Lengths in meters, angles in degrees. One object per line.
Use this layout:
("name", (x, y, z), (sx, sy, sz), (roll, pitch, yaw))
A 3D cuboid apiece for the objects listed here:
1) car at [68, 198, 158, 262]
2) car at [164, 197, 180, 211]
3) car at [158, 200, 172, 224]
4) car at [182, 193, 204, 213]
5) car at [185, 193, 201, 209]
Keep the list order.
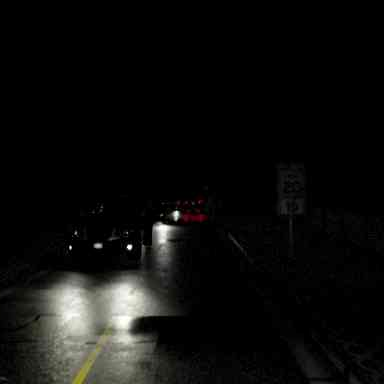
("car", (-2.816, 1.270, 12.771), (2.150, 2.045, 5.566), (0, 0, 0))
("car", (-2.638, 1.387, 40.587), (2.097, 1.767, 4.553), (0, 0, 1))
("car", (-2.764, 1.580, 25.110), (1.812, 1.442, 4.674), (0, 0, 0))
("car", (0.118, 1.250, 37.704), (2.150, 2.045, 5.566), (0, 0, 0))
("car", (0.154, 1.223, 48.211), (2.150, 2.045, 5.566), (0, 0, 0))
